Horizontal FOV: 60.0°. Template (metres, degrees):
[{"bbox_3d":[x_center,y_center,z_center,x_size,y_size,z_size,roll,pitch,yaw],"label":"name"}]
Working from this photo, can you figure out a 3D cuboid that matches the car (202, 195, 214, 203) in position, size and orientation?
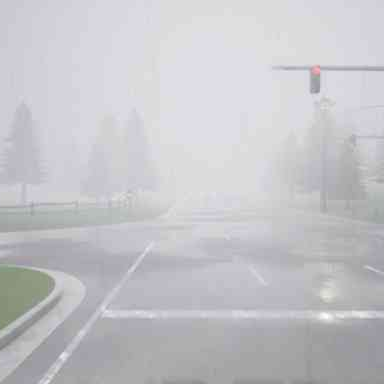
[{"bbox_3d":[3.552,1.471,70.342,1.882,1.535,5.008,0,0,0],"label":"car"}]

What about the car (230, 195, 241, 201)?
[{"bbox_3d":[10.560,1.429,80.787,1.895,1.301,4.718,0,0,0],"label":"car"}]

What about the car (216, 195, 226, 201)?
[{"bbox_3d":[7.060,1.429,80.789,1.895,1.301,4.718,0,0,0],"label":"car"}]

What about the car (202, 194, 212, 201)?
[{"bbox_3d":[3.560,1.359,80.762,2.128,1.511,4.902,0,0,0],"label":"car"}]

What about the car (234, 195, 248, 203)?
[{"bbox_3d":[10.552,1.533,70.337,2.033,1.411,5.357,0,0,0],"label":"car"}]

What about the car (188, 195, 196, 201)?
[{"bbox_3d":[0.060,1.429,80.794,1.895,1.301,4.718,0,0,0],"label":"car"}]

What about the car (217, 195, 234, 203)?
[{"bbox_3d":[7.052,1.518,70.339,2.128,1.511,4.902,0,0,0],"label":"car"}]

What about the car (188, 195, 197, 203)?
[{"bbox_3d":[0.052,1.518,70.344,2.128,1.511,4.902,0,0,0],"label":"car"}]
